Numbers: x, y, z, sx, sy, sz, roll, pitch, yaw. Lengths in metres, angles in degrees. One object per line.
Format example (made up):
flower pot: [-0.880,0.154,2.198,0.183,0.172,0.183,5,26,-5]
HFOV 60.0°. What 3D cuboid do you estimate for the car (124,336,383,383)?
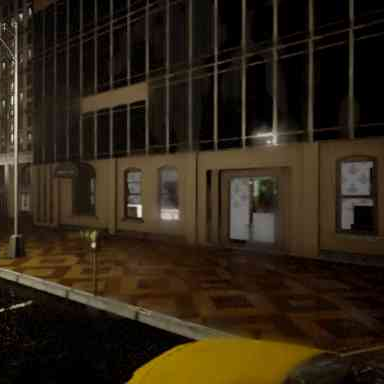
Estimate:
car: [1.510,1.528,1.801,4.829,1.417,1.752,1,0,35]
